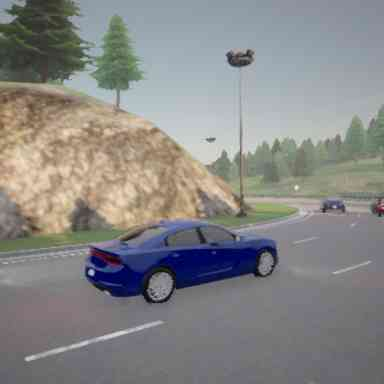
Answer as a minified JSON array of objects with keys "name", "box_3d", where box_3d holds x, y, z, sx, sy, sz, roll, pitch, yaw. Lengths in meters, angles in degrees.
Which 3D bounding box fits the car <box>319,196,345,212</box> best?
[{"name":"car","box_3d":[12.999,1.090,31.029,1.812,1.442,4.674,0,1,16]}]

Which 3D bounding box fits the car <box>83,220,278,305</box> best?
[{"name":"car","box_3d":[-0.011,1.408,8.061,5.008,1.535,1.882,-1,1,-36]}]

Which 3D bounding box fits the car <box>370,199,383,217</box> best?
[{"name":"car","box_3d":[15.315,1.180,26.068,1.895,1.301,4.718,0,1,21]}]
